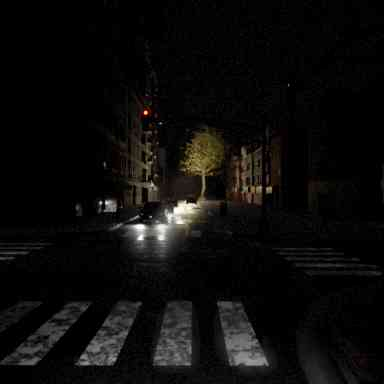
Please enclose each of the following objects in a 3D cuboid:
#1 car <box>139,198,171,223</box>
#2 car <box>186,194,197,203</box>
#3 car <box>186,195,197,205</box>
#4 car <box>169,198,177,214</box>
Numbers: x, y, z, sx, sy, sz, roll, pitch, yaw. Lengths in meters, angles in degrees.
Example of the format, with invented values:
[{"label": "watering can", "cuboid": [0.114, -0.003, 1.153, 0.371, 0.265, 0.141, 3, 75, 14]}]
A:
[{"label": "car", "cuboid": [-2.921, 1.491, 25.737, 1.837, 1.490, 4.892, 0, 0, 0]}, {"label": "car", "cuboid": [-0.077, 1.329, 69.338, 2.097, 1.767, 4.553, 0, 0, 0]}, {"label": "car", "cuboid": [-0.052, 1.454, 59.363, 1.882, 1.535, 5.008, 0, 0, 0]}, {"label": "car", "cuboid": [-2.949, 1.544, 35.712, 1.994, 1.385, 4.181, 0, 0, -1]}]
